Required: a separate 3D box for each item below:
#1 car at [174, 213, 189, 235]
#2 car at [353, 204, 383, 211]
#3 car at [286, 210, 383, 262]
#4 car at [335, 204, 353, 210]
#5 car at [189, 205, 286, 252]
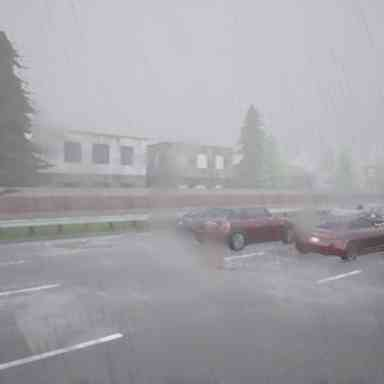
[{"bbox_3d":[1.137,1.548,17.496,4.181,1.385,1.994,0,0,-35],"label":"car"},{"bbox_3d":[13.141,1.518,21.782,5.357,1.411,2.033,0,0,-35],"label":"car"},{"bbox_3d":[5.693,1.548,12.143,4.181,1.385,1.994,0,0,-35],"label":"car"},{"bbox_3d":[12.969,1.569,25.935,4.718,1.301,1.895,0,0,-35],"label":"car"},{"bbox_3d":[2.449,1.343,14.141,4.553,1.767,2.097,-1,0,-35],"label":"car"}]
